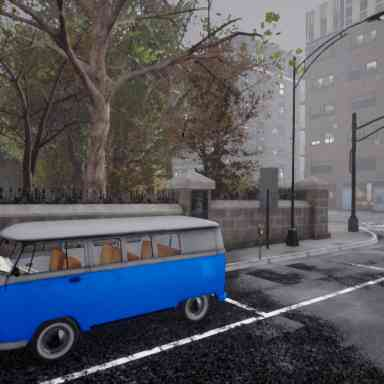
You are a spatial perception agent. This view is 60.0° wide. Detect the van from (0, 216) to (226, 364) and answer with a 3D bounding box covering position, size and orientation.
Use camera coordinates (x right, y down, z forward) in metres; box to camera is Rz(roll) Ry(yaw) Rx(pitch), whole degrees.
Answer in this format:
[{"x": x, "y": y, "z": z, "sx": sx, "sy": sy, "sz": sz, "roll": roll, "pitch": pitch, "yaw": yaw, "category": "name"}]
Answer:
[{"x": -1.276, "y": 1.342, "z": 5.581, "sx": 3.998, "sy": 1.788, "sz": 1.690, "roll": 0, "pitch": 1, "yaw": -35, "category": "van"}]
